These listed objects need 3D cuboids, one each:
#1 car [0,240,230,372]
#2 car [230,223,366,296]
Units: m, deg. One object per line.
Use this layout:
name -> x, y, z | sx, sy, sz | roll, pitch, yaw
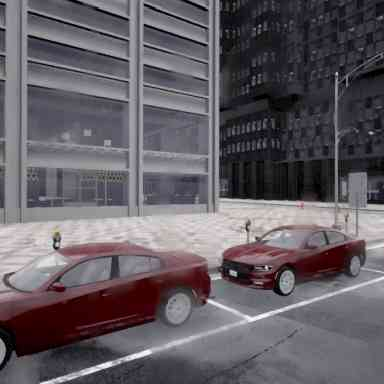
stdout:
car -> -1.755, 1.545, 5.416 | 4.507, 1.381, 1.887 | 0, 0, -36
car -> 2.736, 1.545, 8.635 | 4.507, 1.381, 1.887 | 0, 0, -36
